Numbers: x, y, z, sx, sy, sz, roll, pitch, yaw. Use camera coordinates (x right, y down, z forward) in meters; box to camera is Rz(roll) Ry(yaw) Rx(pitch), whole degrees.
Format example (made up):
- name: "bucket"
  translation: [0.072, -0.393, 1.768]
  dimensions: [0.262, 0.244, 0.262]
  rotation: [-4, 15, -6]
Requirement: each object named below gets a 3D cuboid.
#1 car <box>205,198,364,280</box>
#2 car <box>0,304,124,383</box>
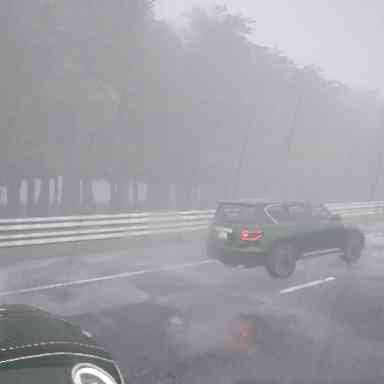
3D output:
- name: "car"
  translation: [2.982, 1.205, 10.173]
  dimensions: [5.566, 2.045, 2.150]
  rotation: [0, 0, -36]
- name: "car"
  translation: [-2.635, 1.352, 1.866]
  dimensions: [4.553, 1.767, 2.097]
  rotation: [0, 0, -35]
